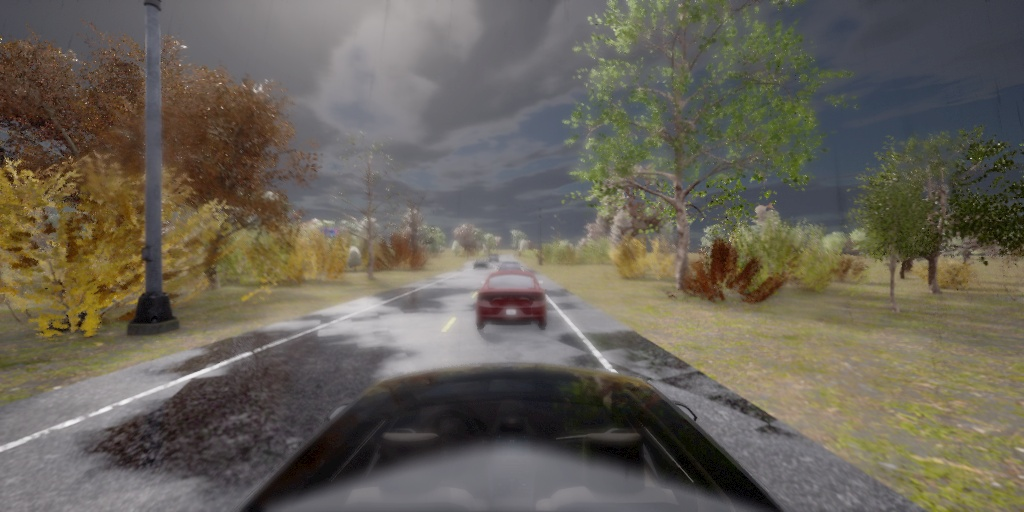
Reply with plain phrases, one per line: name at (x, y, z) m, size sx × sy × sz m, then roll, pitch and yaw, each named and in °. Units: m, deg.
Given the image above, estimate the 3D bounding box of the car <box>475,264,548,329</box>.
car at (-0.003, 1.187, 11.164) m, size 1.882 × 1.535 × 5.008 m, roll 0°, pitch 0°, yaw 0°

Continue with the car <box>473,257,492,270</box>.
car at (-4.086, 1.138, 47.872) m, size 1.895 × 1.301 × 4.718 m, roll 0°, pitch 0°, yaw -2°

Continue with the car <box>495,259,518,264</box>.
car at (-0.137, 1.185, 27.927) m, size 2.033 × 1.411 × 5.357 m, roll 0°, pitch 0°, yaw 0°
